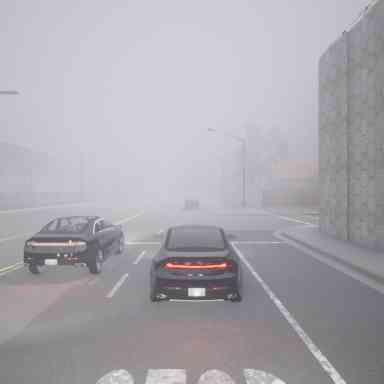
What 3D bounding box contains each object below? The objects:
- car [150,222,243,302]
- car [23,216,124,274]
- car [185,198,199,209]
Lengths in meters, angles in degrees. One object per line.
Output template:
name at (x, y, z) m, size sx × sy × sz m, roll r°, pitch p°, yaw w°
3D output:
car at (0.078, 1.505, 8.241) m, size 1.837 × 1.490 × 4.892 m, roll 0°, pitch 0°, yaw 0°
car at (-3.430, 1.492, 10.509) m, size 2.128 × 1.511 × 4.902 m, roll 0°, pitch 0°, yaw 0°
car at (-0.026, 1.491, 44.224) m, size 2.128 × 1.511 × 4.902 m, roll 0°, pitch 0°, yaw 0°
